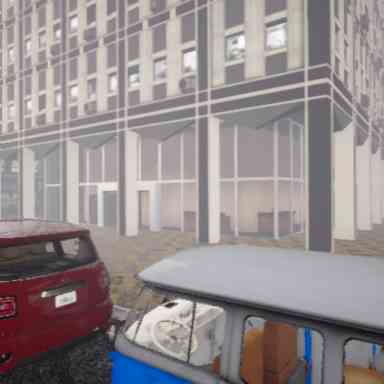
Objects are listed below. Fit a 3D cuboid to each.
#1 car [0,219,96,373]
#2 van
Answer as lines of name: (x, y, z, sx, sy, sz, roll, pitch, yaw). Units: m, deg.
car: (-3.433, 1.368, 5.321, 5.009, 1.841, 2.192, -1, 0, 36)
van: (1.206, 1.342, 2.011, 3.998, 1.788, 1.690, -1, 0, 36)
